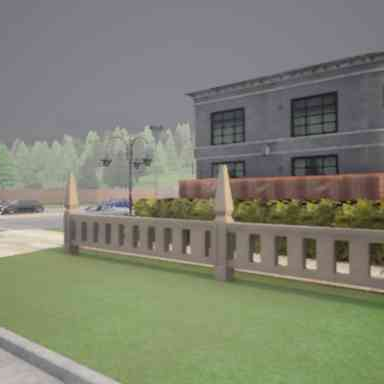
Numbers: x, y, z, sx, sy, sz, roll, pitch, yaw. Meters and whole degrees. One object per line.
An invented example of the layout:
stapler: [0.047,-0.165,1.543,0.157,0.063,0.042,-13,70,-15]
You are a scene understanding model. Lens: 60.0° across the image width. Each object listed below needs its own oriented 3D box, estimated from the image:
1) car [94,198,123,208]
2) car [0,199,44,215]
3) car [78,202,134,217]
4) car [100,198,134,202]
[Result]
car: [-13.888,1.803,55.614,1.812,1.442,4.674,0,-1,36]
car: [-18.955,1.588,36.821,2.097,1.767,4.553,0,0,36]
car: [-7.216,1.739,27.235,1.895,1.301,4.718,0,0,37]
car: [-10.635,1.711,48.230,1.882,1.535,5.008,0,0,36]
